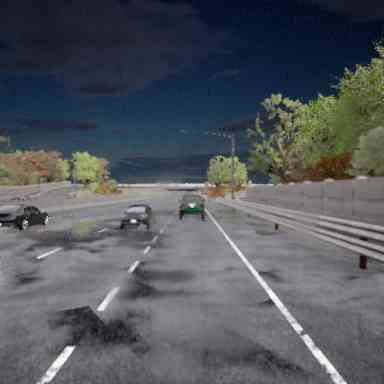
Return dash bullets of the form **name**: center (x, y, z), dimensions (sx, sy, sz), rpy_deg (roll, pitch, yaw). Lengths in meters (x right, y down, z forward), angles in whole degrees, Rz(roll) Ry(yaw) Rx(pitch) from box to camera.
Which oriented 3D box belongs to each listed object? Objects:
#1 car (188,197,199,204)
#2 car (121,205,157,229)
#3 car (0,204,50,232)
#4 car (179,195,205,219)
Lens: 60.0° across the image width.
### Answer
- **car**: center (0.417, 1.719, 68.532), dimensions (1.895, 1.301, 4.718), rpy_deg (0, 0, 5)
- **car**: center (-3.403, 1.540, 21.668), dimensions (1.812, 1.442, 4.674), rpy_deg (0, 0, 0)
- **car**: center (-10.402, 1.517, 20.370), dimensions (1.837, 1.490, 4.892), rpy_deg (0, 0, 0)
- **car**: center (-0.001, 1.250, 29.904), dimensions (2.150, 2.045, 5.566), rpy_deg (0, 0, 0)
